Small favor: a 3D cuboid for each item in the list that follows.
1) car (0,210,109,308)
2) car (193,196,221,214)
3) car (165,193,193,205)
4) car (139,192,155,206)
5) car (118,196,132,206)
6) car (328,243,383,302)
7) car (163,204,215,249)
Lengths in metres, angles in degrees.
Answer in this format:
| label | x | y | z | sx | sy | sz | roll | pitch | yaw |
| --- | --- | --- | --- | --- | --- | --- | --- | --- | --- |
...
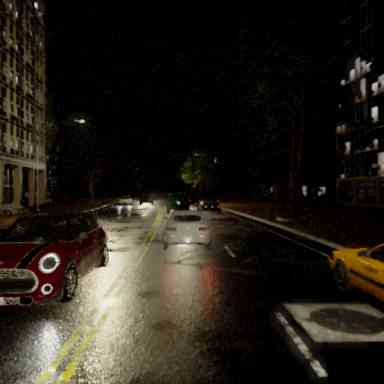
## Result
| label | x | y | z | sx | sy | sz | roll | pitch | yaw |
| --- | --- | --- | --- | --- | --- | --- | --- | --- | --- |
| car | -3.506 | 1.319 | 8.089 | 2.097 | 1.767 | 4.553 | 0 | 0 | -1 |
| car | 1.691 | 1.413 | 33.836 | 2.033 | 1.411 | 5.357 | 0 | 0 | -6 |
| car | -1.448 | 1.093 | 32.629 | 2.150 | 2.045 | 5.566 | 0 | 0 | -5 |
| car | -7.016 | 1.033 | 51.571 | 2.150 | 2.045 | 5.566 | 0 | 0 | -7 |
| car | -10.299 | 1.337 | 51.710 | 1.812 | 1.442 | 4.674 | 0 | 0 | -7 |
| car | 4.171 | 1.429 | 5.778 | 1.801 | 1.575 | 5.366 | 0 | 0 | -1 |
| car | -0.243 | 1.467 | 14.055 | 1.812 | 1.442 | 4.674 | 0 | 0 | -2 |
